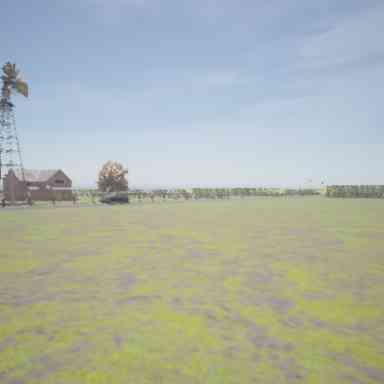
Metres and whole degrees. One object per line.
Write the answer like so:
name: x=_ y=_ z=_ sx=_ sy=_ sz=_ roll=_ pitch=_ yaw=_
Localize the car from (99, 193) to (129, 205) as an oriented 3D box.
car: x=-13.893 y=1.179 z=59.790 sx=2.150 sy=2.045 sz=5.566 roll=1 pitch=1 yaw=39
